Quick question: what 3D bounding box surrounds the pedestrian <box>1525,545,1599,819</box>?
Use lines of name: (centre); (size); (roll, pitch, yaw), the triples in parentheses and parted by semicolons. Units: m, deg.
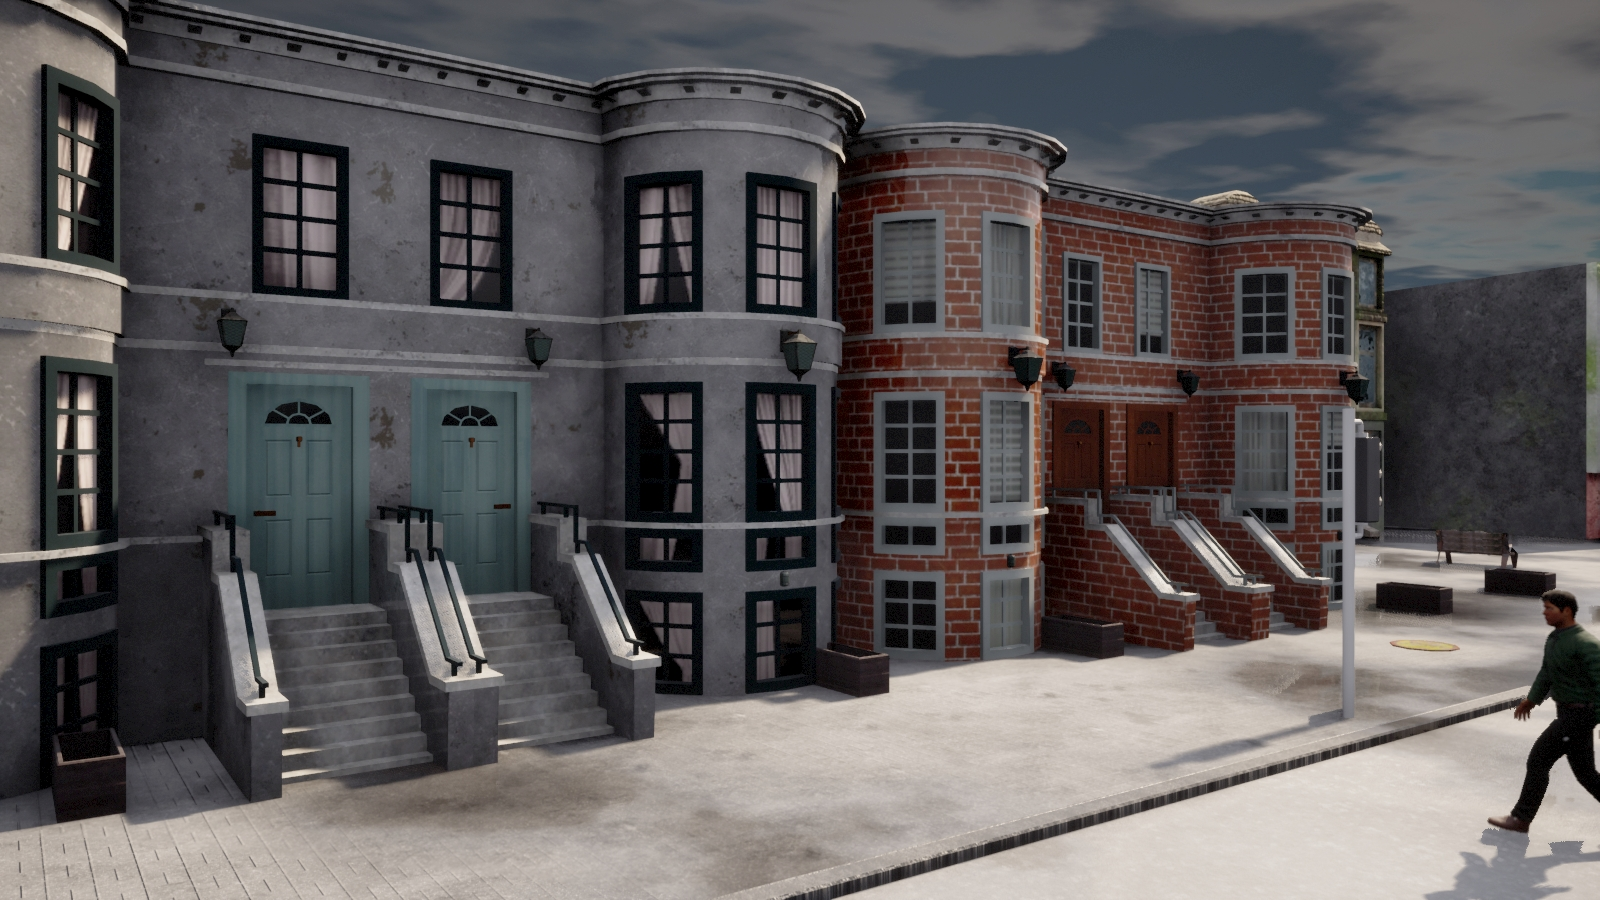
pedestrian: (5.436, 1.629, 8.144); (0.375, 1.860, 0.375); (0, 0, 18)
